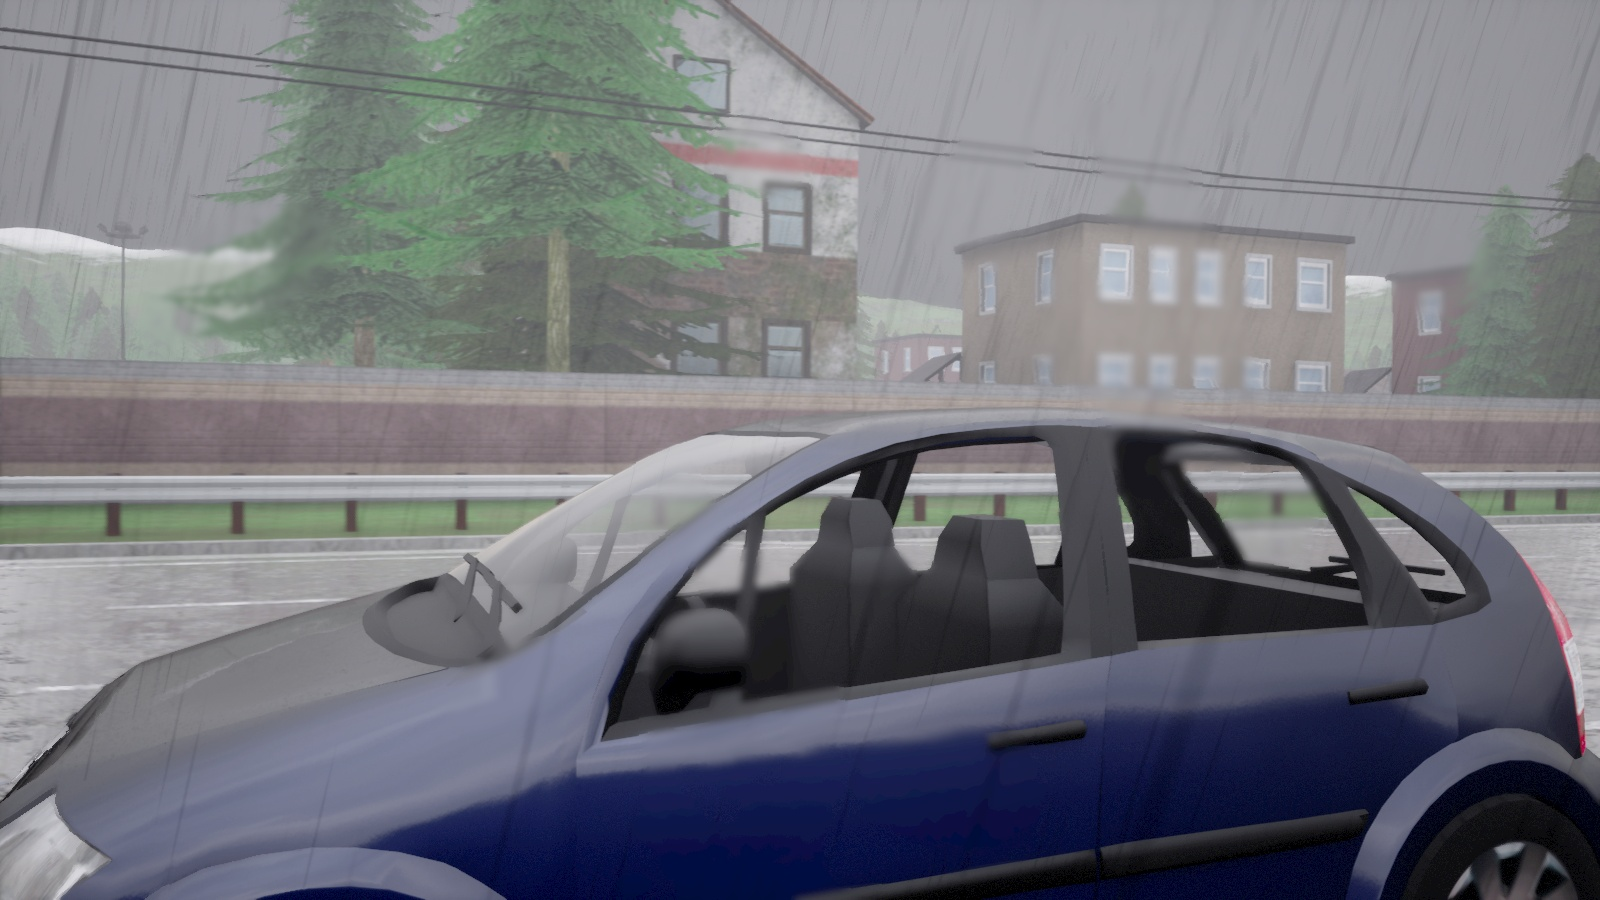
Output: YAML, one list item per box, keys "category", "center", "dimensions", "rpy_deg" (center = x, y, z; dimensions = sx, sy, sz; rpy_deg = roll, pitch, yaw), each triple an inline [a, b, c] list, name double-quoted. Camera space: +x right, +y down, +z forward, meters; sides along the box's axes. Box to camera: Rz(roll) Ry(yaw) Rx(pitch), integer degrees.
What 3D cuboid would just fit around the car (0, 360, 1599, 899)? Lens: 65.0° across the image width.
- category: "car"
  center: [0.105, 0.642, 3.278]
  dimensions: [3.988, 1.617, 1.851]
  rpy_deg: [-1, 1, -21]
